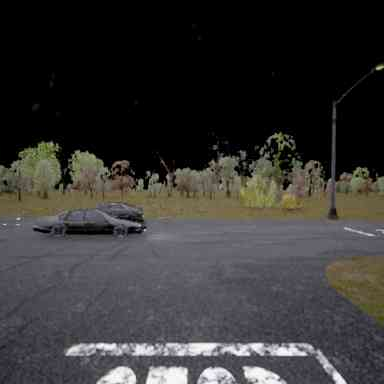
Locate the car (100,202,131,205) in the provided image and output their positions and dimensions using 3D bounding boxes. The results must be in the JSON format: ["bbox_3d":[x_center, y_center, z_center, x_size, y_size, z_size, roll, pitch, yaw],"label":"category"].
[{"bbox_3d":[-5.898,1.489,23.780,4.892,1.490,1.837,1,1,0],"label":"car"}]

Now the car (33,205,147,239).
[{"bbox_3d":[-5.056,1.540,16.776,5.357,1.411,2.033,0,0,0],"label":"car"}]
